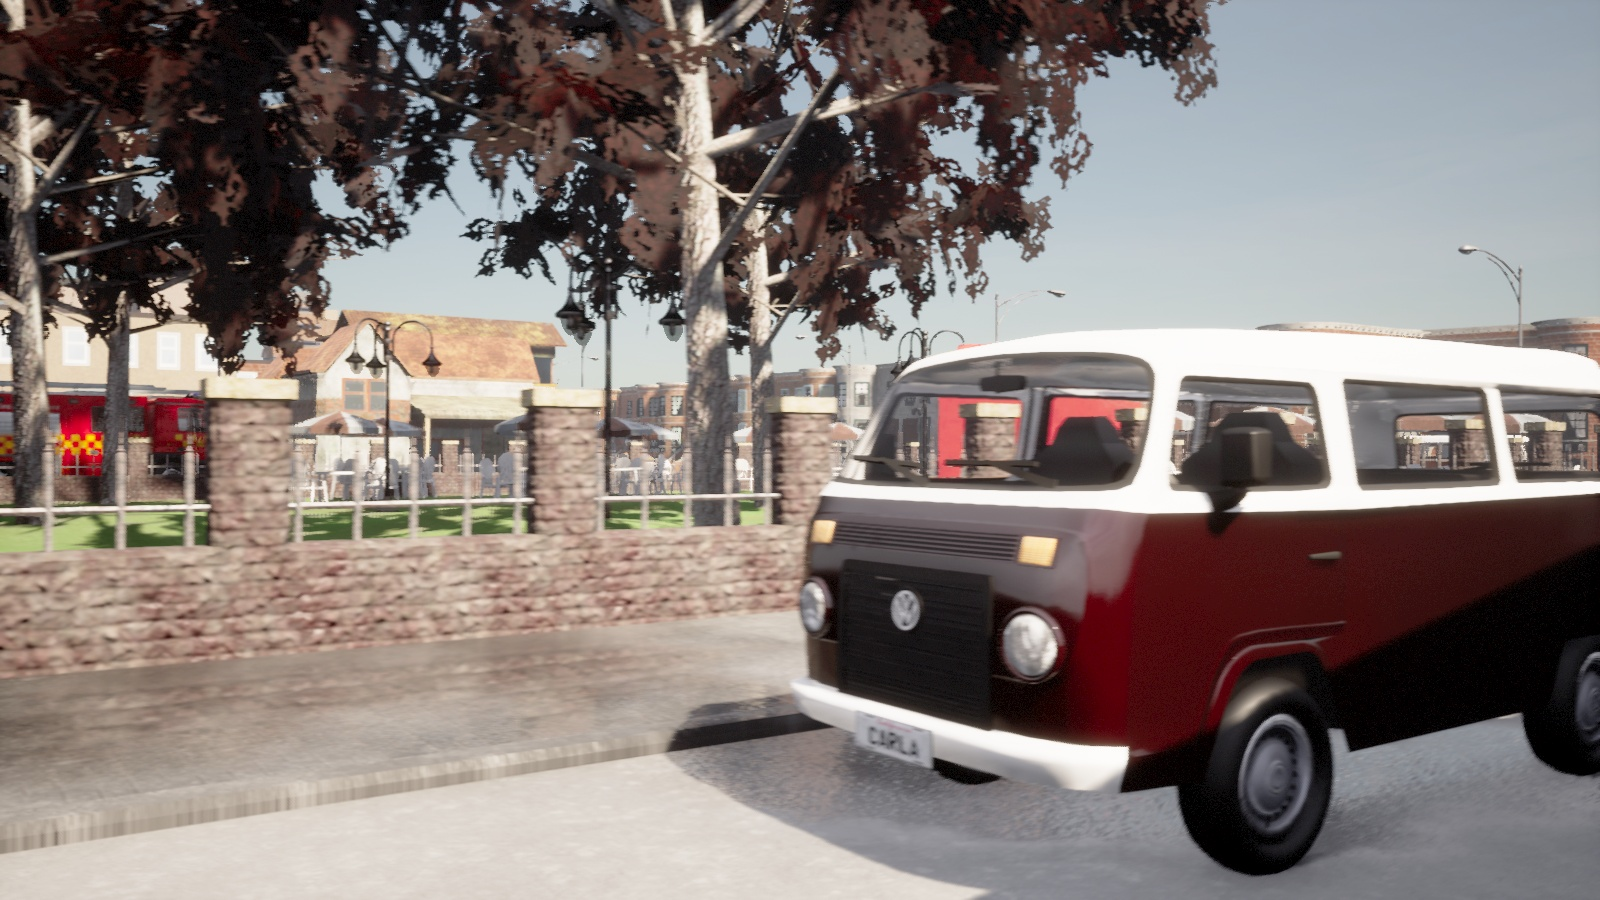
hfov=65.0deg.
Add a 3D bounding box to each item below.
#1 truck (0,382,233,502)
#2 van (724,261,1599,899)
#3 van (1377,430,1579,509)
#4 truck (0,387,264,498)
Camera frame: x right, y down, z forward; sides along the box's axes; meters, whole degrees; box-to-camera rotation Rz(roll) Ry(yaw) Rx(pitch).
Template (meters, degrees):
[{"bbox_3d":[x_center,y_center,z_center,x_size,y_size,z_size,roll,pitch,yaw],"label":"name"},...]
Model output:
[{"bbox_3d":[-24.125,-0.264,42.634,8.468,3.827,2.891,0,0,-35],"label":"truck"},{"bbox_3d":[2.109,0.478,5.736,4.480,2.038,2.069,0,0,-35],"label":"van"},{"bbox_3d":[18.700,0.514,34.841,2.069,2.038,4.480,0,0,-35],"label":"van"},{"bbox_3d":[-24.892,-0.252,46.970,8.468,3.827,2.891,0,0,-35],"label":"truck"}]
